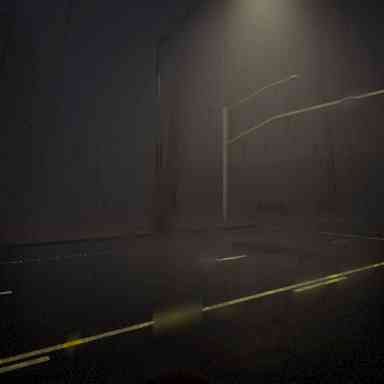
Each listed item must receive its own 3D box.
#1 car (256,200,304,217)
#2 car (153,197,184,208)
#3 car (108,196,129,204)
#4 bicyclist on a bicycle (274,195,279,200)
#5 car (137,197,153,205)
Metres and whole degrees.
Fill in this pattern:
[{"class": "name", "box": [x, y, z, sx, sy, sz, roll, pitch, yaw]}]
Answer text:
[{"class": "car", "box": [8.185, 1.492, 31.341, 2.128, 1.511, 4.902, 0, 0, -36]}, {"class": "car", "box": [-2.948, 1.491, 46.935, 2.128, 1.511, 4.902, 0, 0, -35]}, {"class": "car", "box": [-14.264, 1.631, 62.953, 1.895, 1.301, 4.718, 0, 0, -36]}, {"class": "bicyclist on a bicycle", "box": [11.543, 1.303, 45.535, 1.656, 1.620, 0.582, 0, 0, -36]}, {"class": "car", "box": [-8.559, 1.564, 61.070, 1.994, 1.385, 4.181, 0, 0, -35]}]
